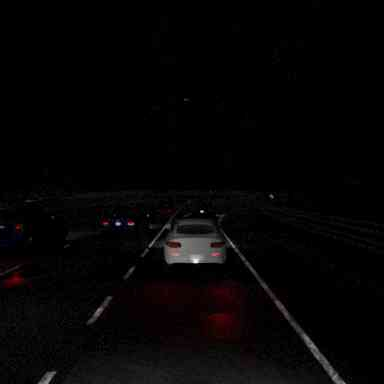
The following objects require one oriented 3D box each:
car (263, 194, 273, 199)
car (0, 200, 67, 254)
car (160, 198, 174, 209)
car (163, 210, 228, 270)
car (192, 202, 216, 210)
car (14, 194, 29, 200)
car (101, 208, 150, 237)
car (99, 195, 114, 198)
[{"bbox_3d":[20.517,1.623,90.525,2.128,1.511,4.902,-1,1,17],"label":"car"},{"bbox_3d":[-6.905,1.374,13.777,2.097,1.767,4.553,0,0,0],"label":"car"},{"bbox_3d":[-3.515,1.600,47.207,2.128,1.511,4.902,0,0,0],"label":"car"},{"bbox_3d":[0.096,1.543,10.942,1.812,1.442,4.674,0,0,0],"label":"car"},{"bbox_3d":[1.101,1.604,29.543,1.994,1.385,4.181,0,0,8],"label":"car"},{"bbox_3d":[-42.115,1.716,81.656,1.994,1.385,4.181,1,0,-16],"label":"car"},{"bbox_3d":[-3.506,1.577,18.280,2.033,1.411,5.357,0,0,0],"label":"car"},{"bbox_3d":[-21.027,1.824,83.672,2.150,2.045,5.566,0,-1,0],"label":"car"}]
